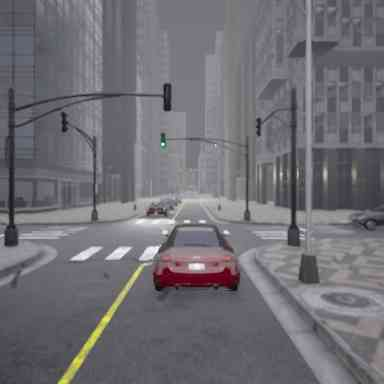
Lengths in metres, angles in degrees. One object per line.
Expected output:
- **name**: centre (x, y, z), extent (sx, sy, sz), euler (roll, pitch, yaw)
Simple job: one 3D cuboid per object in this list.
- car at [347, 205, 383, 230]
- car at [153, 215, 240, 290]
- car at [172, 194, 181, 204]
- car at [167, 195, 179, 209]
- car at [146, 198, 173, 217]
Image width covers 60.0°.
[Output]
- **car**: centre (11.744, 1.470, 19.779), extent (4.674, 1.442, 1.812), euler (0, 0, 1)
- **car**: centre (0.103, 1.535, 9.013), extent (1.994, 1.385, 4.181), euler (0, 0, 0)
- **car**: centre (-3.065, 1.388, 50.153), extent (1.812, 1.442, 4.674), euler (0, 0, 0)
- **car**: centre (-3.090, 1.433, 40.387), extent (2.033, 1.411, 5.357), euler (0, 0, 0)
- **car**: centre (-3.093, 1.511, 30.736), extent (1.895, 1.301, 4.718), euler (0, 0, 0)
